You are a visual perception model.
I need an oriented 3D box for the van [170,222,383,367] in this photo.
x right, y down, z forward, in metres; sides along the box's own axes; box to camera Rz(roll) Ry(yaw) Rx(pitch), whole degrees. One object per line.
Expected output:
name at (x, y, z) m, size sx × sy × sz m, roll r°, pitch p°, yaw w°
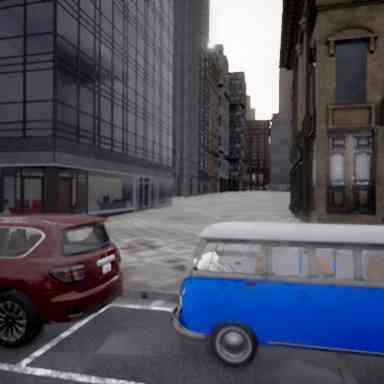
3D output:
van at (1.783, 1.349, 4.677) m, size 3.998 × 1.788 × 1.690 m, roll 0°, pitch 0°, yaw 13°

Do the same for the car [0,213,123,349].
car at (-3.713, 1.324, 5.984) m, size 5.009 × 1.841 × 2.192 m, roll 0°, pitch 0°, yaw 13°
